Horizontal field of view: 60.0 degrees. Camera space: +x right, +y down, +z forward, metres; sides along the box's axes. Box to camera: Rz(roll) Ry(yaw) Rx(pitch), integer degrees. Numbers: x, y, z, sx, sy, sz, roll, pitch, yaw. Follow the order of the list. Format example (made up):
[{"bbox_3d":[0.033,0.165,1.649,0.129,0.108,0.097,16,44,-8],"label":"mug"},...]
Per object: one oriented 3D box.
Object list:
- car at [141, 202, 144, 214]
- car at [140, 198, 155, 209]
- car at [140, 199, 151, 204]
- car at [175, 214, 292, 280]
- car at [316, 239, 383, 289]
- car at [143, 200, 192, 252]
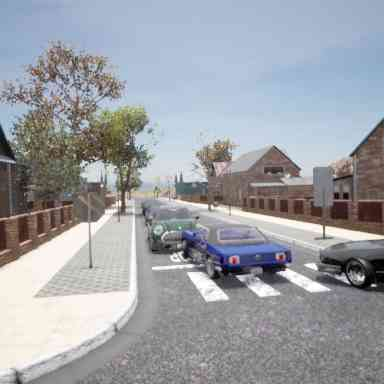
[{"bbox_3d":[-2.409,1.618,24.253,1.994,1.385,4.181,-2,0,-10],"label":"car"},{"bbox_3d":[-6.764,1.693,49.784,2.033,1.411,5.357,-2,0,-10],"label":"car"},{"bbox_3d":[-4.246,1.552,34.813,1.882,1.535,5.008,-2,0,-10],"label":"car"},{"bbox_3d":[0.987,1.600,10.111,1.895,1.301,4.718,-1,1,-15],"label":"car"},{"bbox_3d":[5.558,1.432,7.069,5.357,1.411,2.033,-1,0,41],"label":"car"},{"bbox_3d":[-0.804,1.396,14.305,2.097,1.767,4.553,-2,0,-10],"label":"car"}]
